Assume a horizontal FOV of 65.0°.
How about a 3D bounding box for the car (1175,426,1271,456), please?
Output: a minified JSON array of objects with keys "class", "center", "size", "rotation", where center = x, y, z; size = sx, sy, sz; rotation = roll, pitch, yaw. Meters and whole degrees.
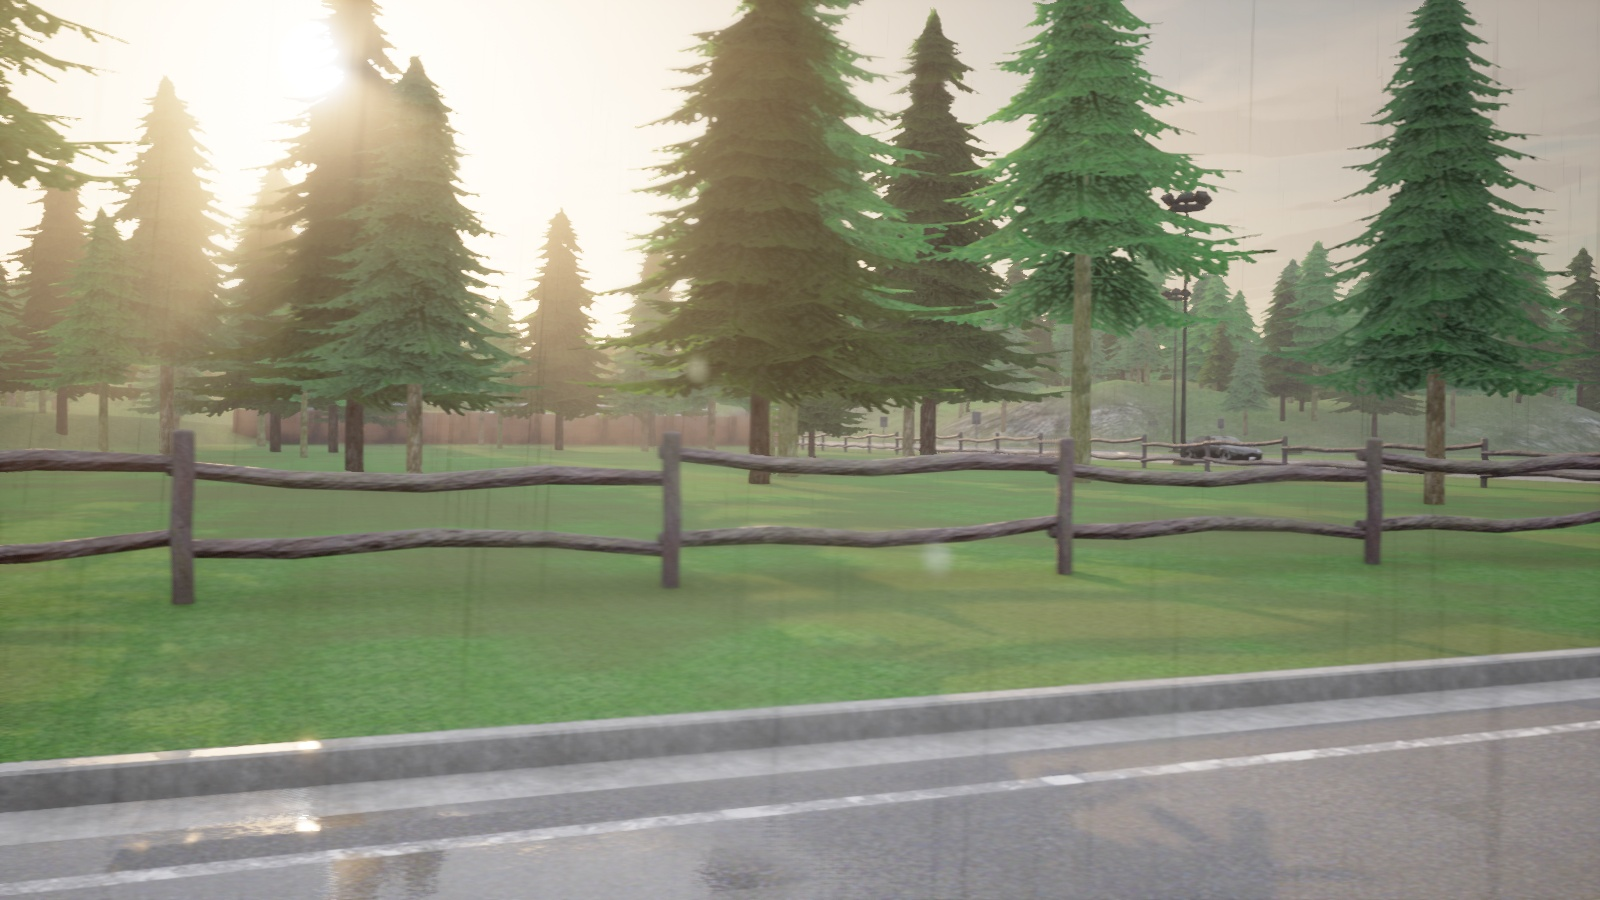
[{"class":"car","center":[21.800,-0.493,64.865],"size":[2.163,1.488,4.792],"rotation":[-1,1,-20]}]
